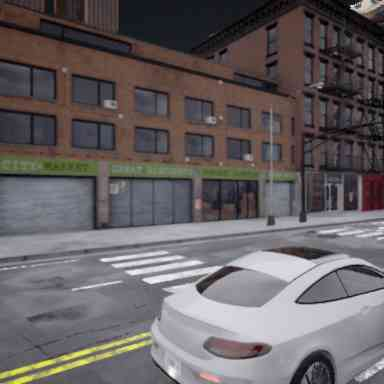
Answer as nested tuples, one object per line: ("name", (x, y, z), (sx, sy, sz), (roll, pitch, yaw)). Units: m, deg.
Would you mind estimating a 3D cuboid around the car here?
("car", (1.686, 1.507, 4.628), (4.674, 1.442, 1.812), (0, 0, -36))
